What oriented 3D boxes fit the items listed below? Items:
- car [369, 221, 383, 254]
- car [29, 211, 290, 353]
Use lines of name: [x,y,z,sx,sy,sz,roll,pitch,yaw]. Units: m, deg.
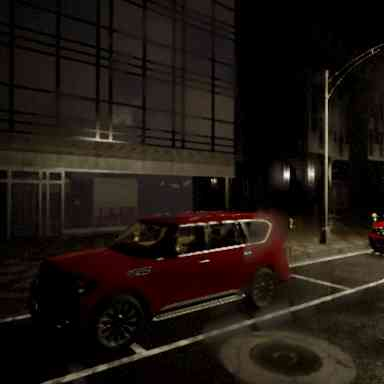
car: [8.922,1.421,12.893,5.009,1.841,2.192,1,0,-35]
car: [-0.262,1.339,6.346,5.009,1.841,2.192,1,0,-35]
